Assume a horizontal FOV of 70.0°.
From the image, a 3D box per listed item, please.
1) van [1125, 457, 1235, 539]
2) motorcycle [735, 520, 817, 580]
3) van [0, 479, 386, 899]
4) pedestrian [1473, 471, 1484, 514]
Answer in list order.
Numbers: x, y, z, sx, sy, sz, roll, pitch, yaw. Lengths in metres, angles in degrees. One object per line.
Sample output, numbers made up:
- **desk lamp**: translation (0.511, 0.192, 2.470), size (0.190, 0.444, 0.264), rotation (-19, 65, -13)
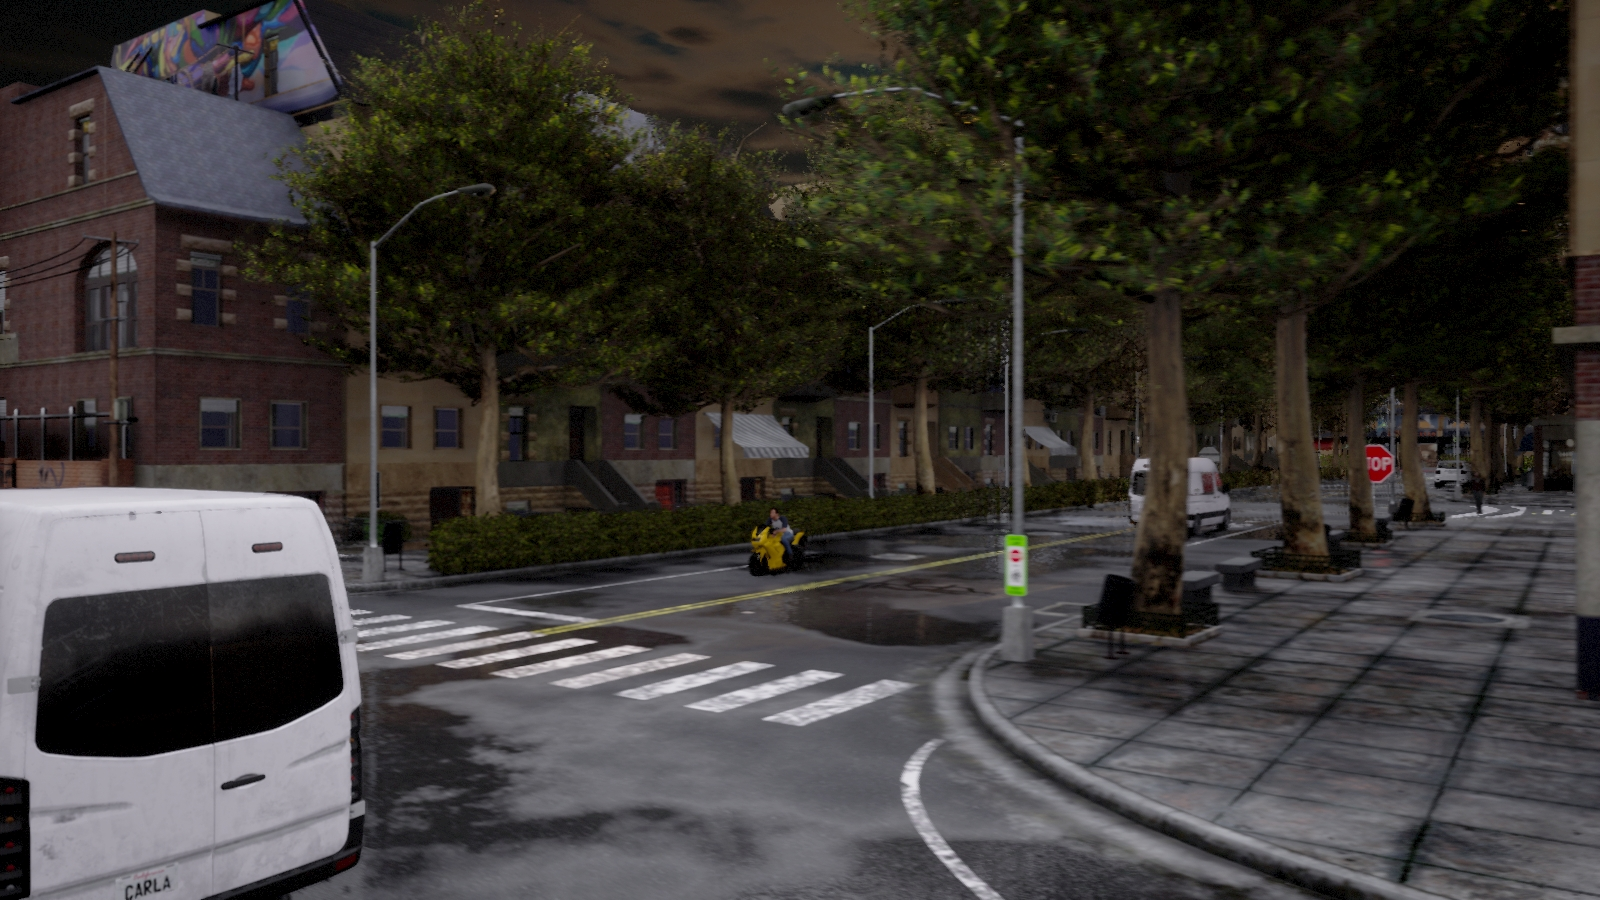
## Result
- **van**: translation (13.111, 1.535, 39.153), size (1.988, 2.561, 5.915), rotation (0, 0, 35)
- **motorcycle**: translation (-0.516, 2.213, 25.596), size (0.803, 1.145, 2.033), rotation (0, 0, 35)
- **van**: translation (-5.427, 1.534, 7.597), size (5.915, 2.561, 1.988), rotation (0, 0, 35)
- **pedestrian**: translation (29.403, 1.849, 49.514), size (0.375, 1.860, 0.375), rotation (0, 0, 31)
